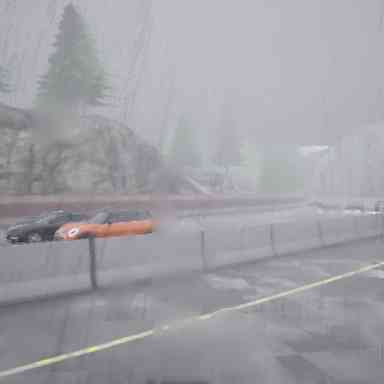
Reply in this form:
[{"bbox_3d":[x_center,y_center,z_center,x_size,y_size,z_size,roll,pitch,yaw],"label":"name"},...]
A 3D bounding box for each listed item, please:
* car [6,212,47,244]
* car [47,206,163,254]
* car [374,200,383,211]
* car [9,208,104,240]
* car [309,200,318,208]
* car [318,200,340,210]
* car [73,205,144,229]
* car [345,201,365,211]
[{"bbox_3d":[-6.518,1.753,16.662,4.892,1.490,1.837,0,-1,-37],"label":"car"},{"bbox_3d":[-3.554,1.552,14.549,4.553,1.767,2.097,0,-1,-38],"label":"car"},{"bbox_3d":[25.951,1.801,44.962,2.128,1.511,4.902,-1,-1,36],"label":"car"},{"bbox_3d":[-8.027,1.788,19.912,4.902,1.511,2.128,0,-1,-37],"label":"car"},{"bbox_3d":[21.360,2.084,56.841,1.895,1.301,4.718,-1,-1,33],"label":"car"},{"bbox_3d":[20.836,1.933,49.847,1.812,1.442,4.674,-1,-1,36],"label":"car"},{"bbox_3d":[-6.344,1.827,25.691,5.008,1.535,1.882,0,-1,-40],"label":"car"},{"bbox_3d":[22.935,1.918,46.759,1.994,1.385,4.181,-1,-1,36],"label":"car"}]
